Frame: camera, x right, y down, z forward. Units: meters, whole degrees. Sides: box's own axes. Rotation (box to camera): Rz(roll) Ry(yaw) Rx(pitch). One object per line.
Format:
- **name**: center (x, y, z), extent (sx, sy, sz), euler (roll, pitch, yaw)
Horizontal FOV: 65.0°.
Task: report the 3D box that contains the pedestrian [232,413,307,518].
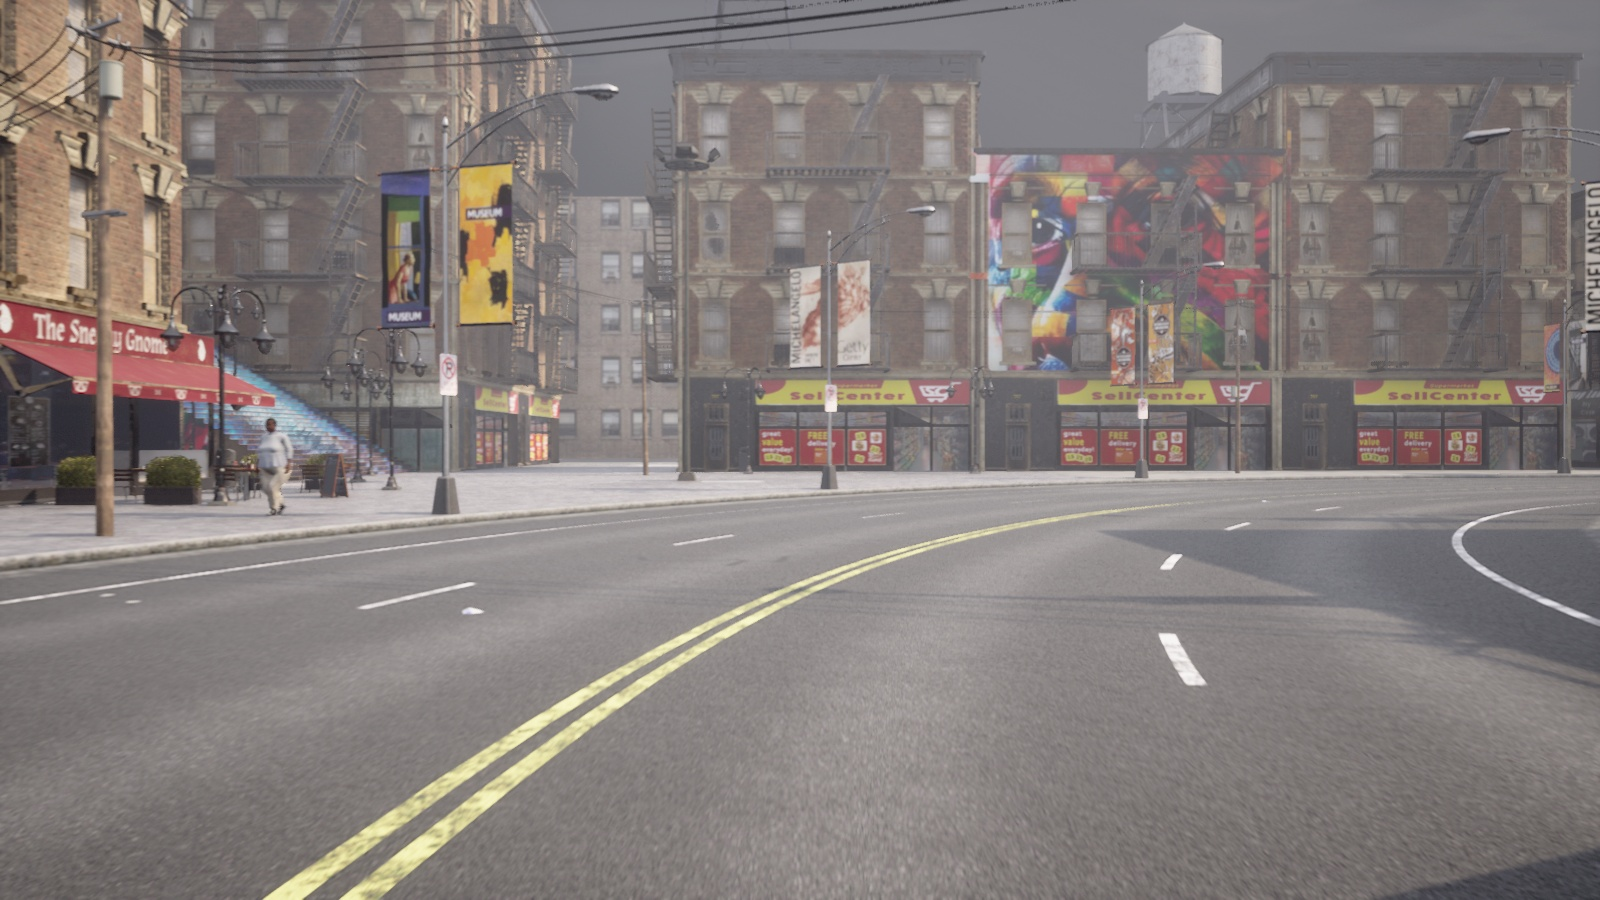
- **pedestrian**: center (-9.585, 0.264, 22.695), extent (0.874, 1.855, 0.900), euler (0, 0, 16)
